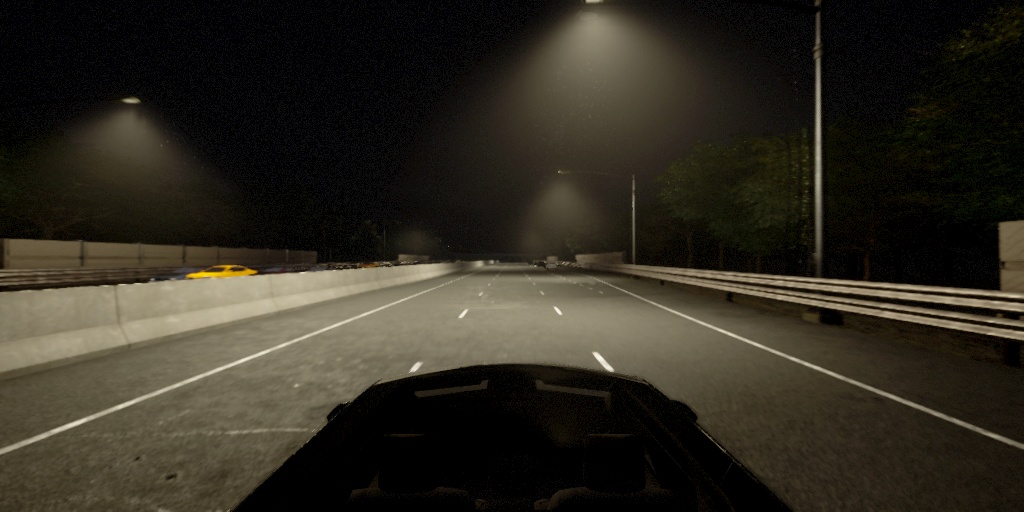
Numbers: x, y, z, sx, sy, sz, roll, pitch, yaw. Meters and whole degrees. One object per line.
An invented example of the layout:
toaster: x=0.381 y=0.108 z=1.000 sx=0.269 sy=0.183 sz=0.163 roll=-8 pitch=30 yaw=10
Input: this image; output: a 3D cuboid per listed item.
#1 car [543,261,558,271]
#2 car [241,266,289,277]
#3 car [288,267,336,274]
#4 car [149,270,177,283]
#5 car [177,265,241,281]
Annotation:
car: x=7.000 y=1.777 z=63.362 sx=1.812 sy=1.442 sz=4.674 roll=0 pitch=0 yaw=0
car: x=-17.590 y=1.521 z=26.905 sx=1.994 sy=1.385 sz=4.181 roll=0 pitch=0 yaw=0
car: x=-14.092 y=1.517 z=26.522 sx=1.994 sy=1.385 sz=4.181 roll=0 pitch=0 yaw=0
car: x=-23.834 y=1.505 z=26.861 sx=2.033 sy=1.411 sz=5.357 roll=0 pitch=0 yaw=-3
car: x=-21.091 y=1.429 z=26.263 sx=1.882 sy=1.535 sz=5.008 roll=0 pitch=-1 yaw=0
